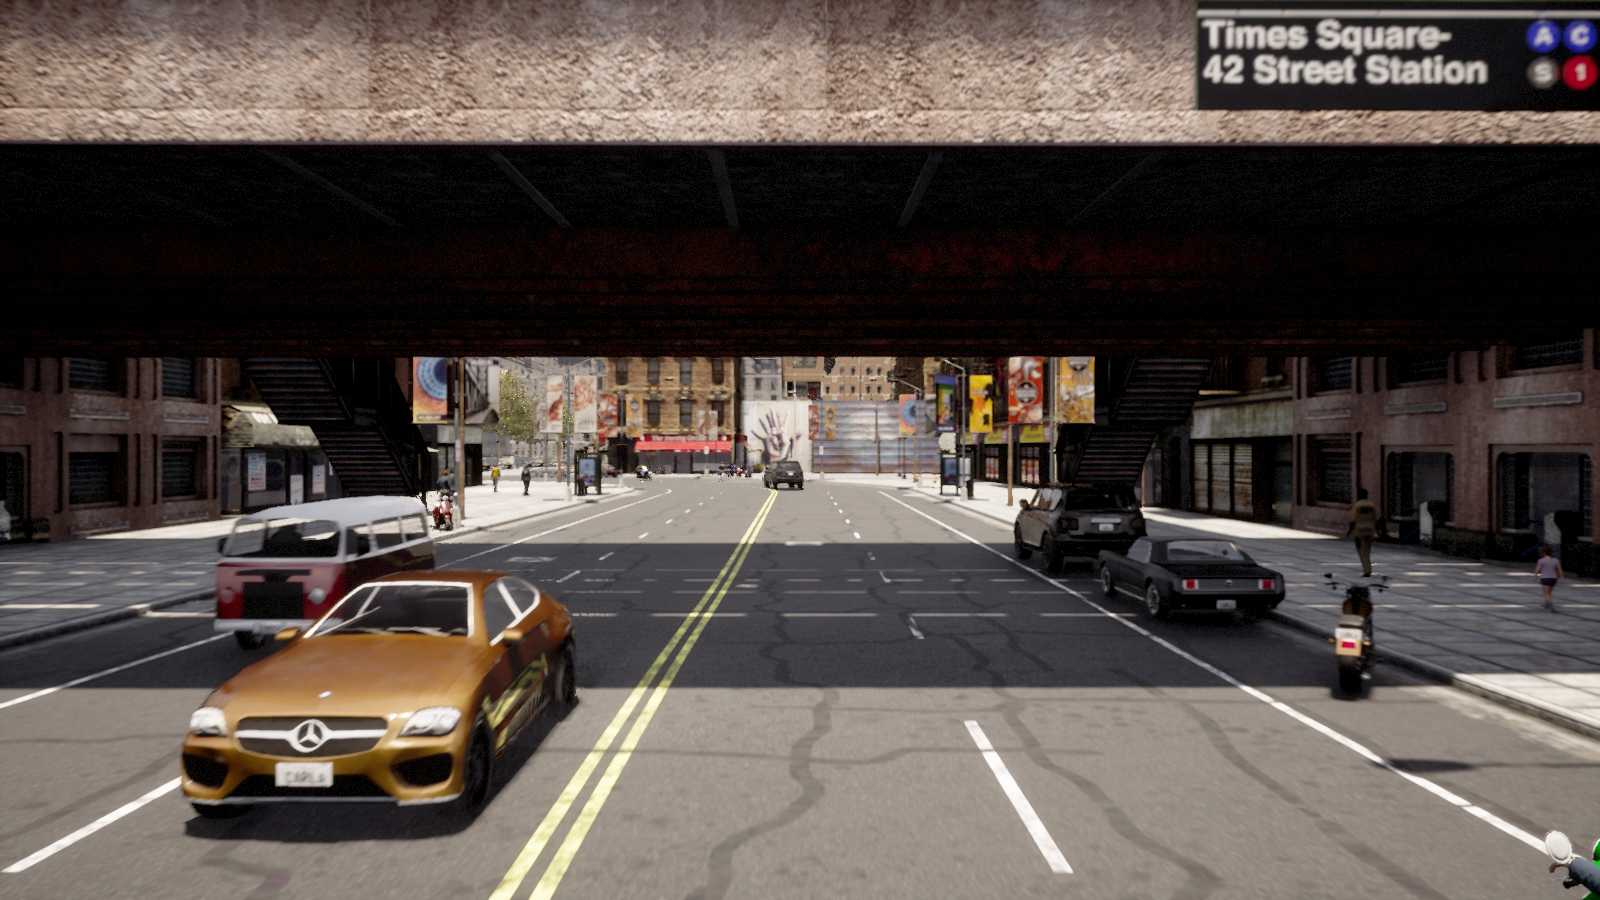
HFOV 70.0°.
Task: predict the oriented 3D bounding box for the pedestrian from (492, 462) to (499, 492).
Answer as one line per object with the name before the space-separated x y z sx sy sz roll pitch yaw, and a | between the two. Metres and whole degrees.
pedestrian | -18.978 1.696 71.236 0.375 1.860 0.375 0 0 -19

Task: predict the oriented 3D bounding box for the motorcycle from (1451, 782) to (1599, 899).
motorcycle | 3.500 2.182 4.482 0.856 1.236 1.805 0 0 0

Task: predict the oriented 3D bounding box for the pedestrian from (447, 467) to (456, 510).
pedestrian | -15.300 1.696 50.213 0.375 1.860 0.375 0 0 -17

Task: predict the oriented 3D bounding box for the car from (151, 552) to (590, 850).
car | -3.486 1.992 10.553 2.152 1.651 5.027 0 0 0

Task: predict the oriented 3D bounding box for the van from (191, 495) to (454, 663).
van | -6.957 1.782 17.256 2.069 2.038 4.480 0 0 0

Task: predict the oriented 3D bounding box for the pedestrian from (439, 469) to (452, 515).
pedestrian | -14.295 1.696 46.084 0.375 1.860 0.375 0 0 6

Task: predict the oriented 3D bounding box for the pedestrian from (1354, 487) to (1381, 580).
pedestrian | 11.539 1.696 23.241 0.375 1.860 0.375 0 0 4

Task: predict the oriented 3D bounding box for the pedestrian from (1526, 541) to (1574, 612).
pedestrian | 12.334 2.076 18.799 0.500 1.100 0.500 0 0 9

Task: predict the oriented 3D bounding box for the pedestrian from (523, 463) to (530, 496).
pedestrian | -15.785 1.696 65.893 0.375 1.860 0.375 0 0 -7
